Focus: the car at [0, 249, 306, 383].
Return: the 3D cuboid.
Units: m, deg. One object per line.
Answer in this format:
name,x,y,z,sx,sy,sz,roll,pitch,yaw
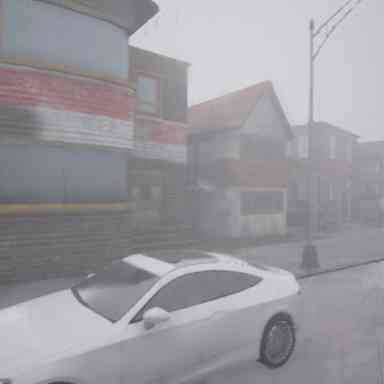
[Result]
car,-0.426,1.553,4.305,4.674,1.442,1.812,1,-1,-36
